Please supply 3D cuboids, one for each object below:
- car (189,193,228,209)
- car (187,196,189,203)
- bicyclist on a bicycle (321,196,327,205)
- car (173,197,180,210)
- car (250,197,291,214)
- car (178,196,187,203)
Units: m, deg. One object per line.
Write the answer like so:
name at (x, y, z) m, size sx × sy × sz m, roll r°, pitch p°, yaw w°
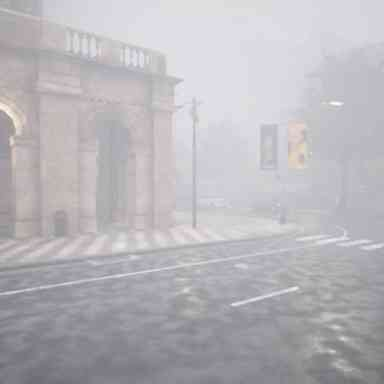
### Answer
car at (2.458, 1.223, 44.766) m, size 2.150 × 2.045 × 5.566 m, roll 0°, pitch 0°, yaw -35°
car at (-0.769, 1.477, 69.434) m, size 1.882 × 1.535 × 5.008 m, roll 0°, pitch 0°, yaw -35°
bicyclist on a bicycle at (20.831, 1.299, 52.517) m, size 1.656 × 1.620 × 0.582 m, roll 0°, pitch 0°, yaw -35°
car at (-3.877, 1.598, 42.204) m, size 1.895 × 1.301 × 4.718 m, roll 0°, pitch 0°, yaw -35°
car at (8.491, 1.352, 36.217) m, size 2.097 × 1.767 × 4.553 m, roll 0°, pitch 0°, yaw -35°
car at (-3.627, 1.530, 67.415) m, size 1.812 × 1.442 × 4.674 m, roll 0°, pitch 0°, yaw -35°
